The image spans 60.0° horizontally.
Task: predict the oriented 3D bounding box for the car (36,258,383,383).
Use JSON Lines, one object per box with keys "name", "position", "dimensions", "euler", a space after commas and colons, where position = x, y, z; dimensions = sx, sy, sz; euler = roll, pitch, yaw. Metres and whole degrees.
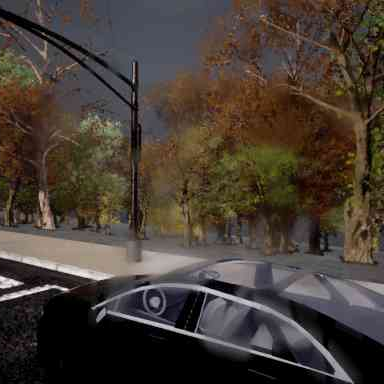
{"name": "car", "position": [0.246, 1.491, 3.497], "dimensions": [4.902, 1.511, 2.128], "euler": [0, 0, 37]}
